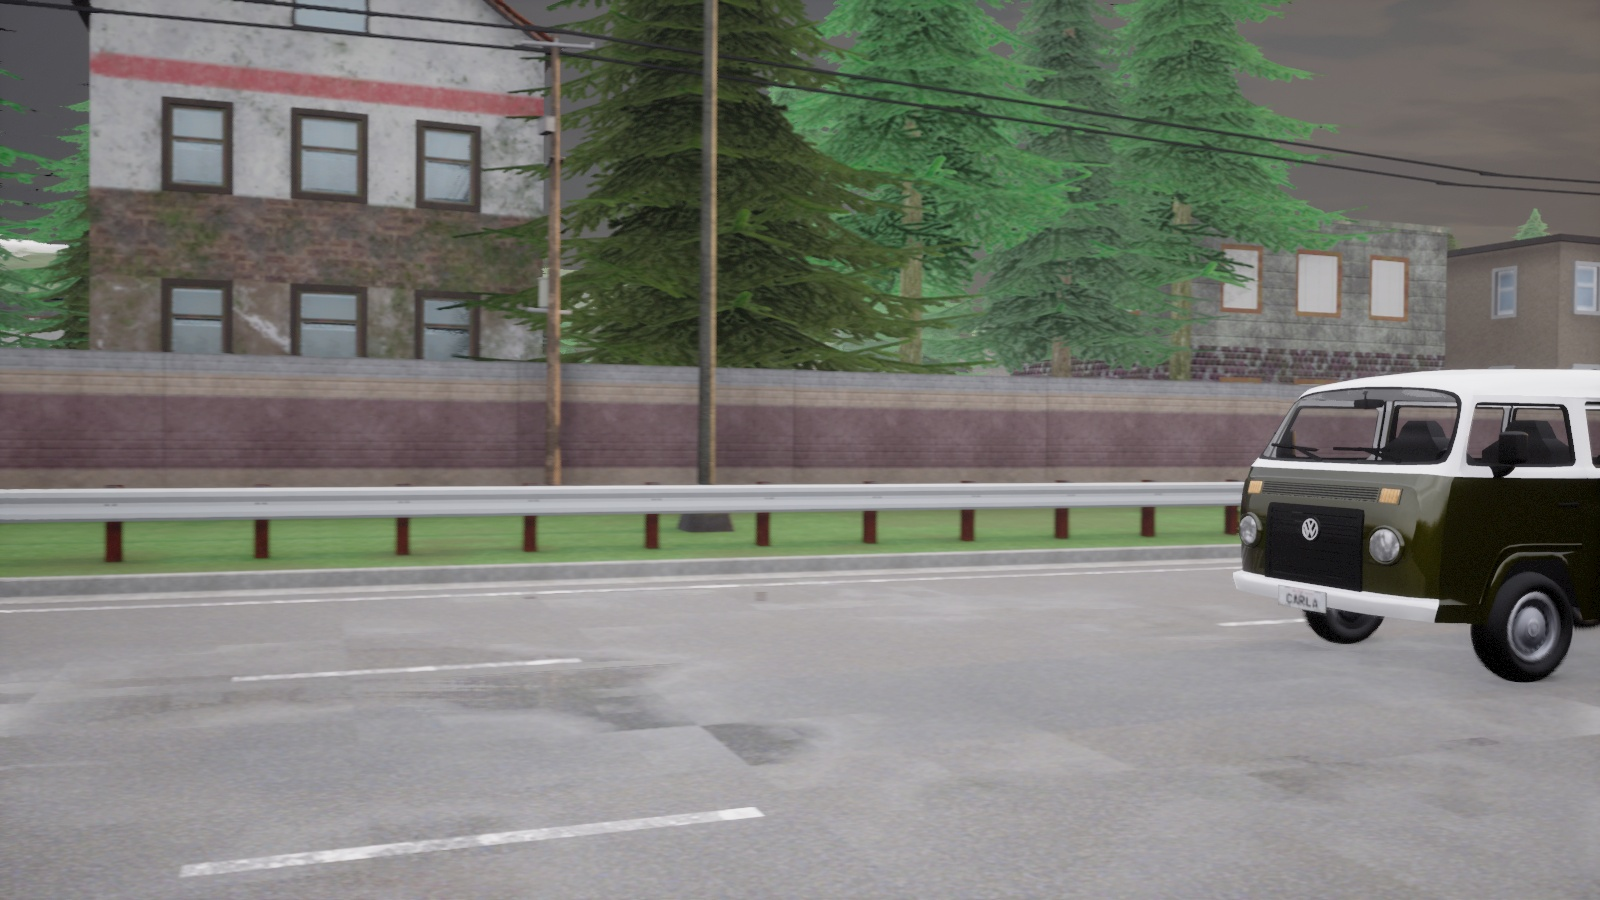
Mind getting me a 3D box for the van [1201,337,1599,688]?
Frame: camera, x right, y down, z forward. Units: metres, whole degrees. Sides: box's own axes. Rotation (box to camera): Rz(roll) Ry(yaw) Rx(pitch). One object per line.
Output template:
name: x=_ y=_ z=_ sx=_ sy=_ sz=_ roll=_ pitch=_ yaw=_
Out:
van: x=5.402 y=0.316 z=9.030 sx=4.480 sy=2.038 sz=2.069 roll=-1 pitch=1 yaw=-21
